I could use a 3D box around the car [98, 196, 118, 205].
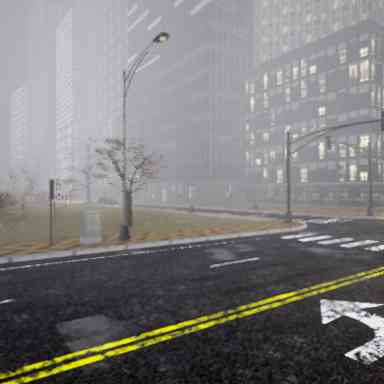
[{"bbox_3d":[-14.999,1.484,59.029,2.033,1.411,5.357,0,0,-35],"label":"car"}]
